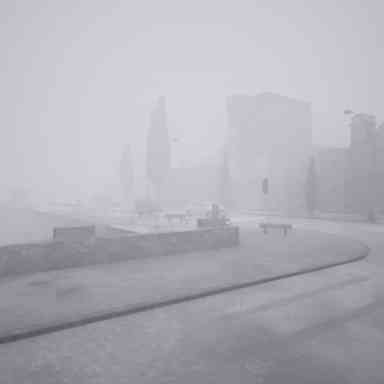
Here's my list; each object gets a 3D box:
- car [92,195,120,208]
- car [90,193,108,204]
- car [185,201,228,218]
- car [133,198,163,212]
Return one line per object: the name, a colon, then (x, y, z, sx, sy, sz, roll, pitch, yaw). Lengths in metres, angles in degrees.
car: (-12.254, 1.547, 48.330, 2.033, 1.411, 5.357, 0, 0, -35)
car: (-17.293, 1.221, 62.522, 2.150, 2.045, 5.566, 0, 0, -36)
car: (1.176, 1.526, 29.482, 1.812, 1.442, 4.674, 0, 0, -36)
car: (-5.120, 1.505, 38.293, 1.837, 1.490, 4.892, 0, 0, -35)
